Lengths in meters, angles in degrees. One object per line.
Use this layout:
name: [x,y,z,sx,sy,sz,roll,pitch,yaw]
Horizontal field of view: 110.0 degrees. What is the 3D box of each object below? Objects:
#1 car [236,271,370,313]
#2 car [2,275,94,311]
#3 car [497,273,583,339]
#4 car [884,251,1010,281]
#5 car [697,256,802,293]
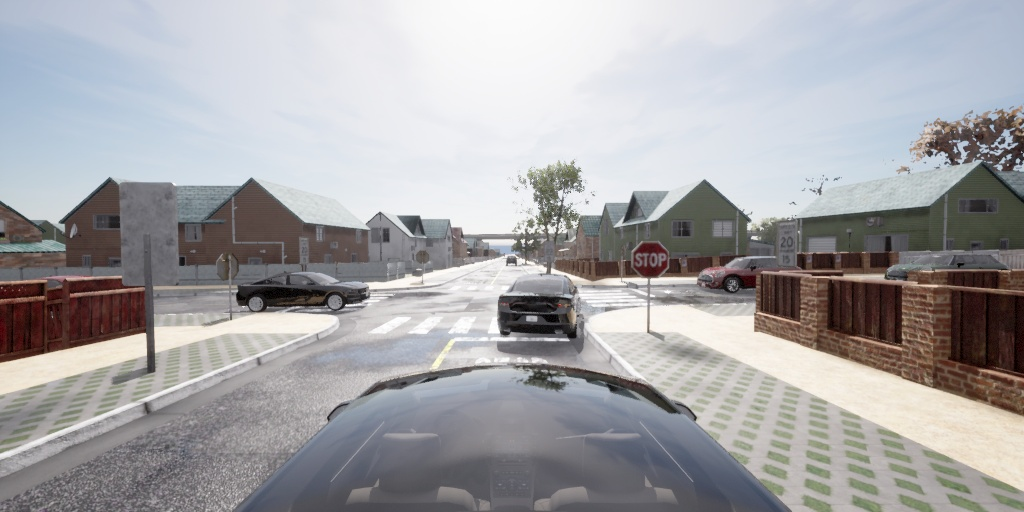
car: [-8.484,1.377,14.794,5.008,1.535,1.882,-1,2,0]
car: [-18.037,1.546,14.720,5.008,1.535,1.882,-1,2,0]
car: [0.948,1.224,10.279,1.882,1.535,5.008,0,0,12]
car: [21.682,0.646,17.985,4.553,1.767,2.097,-1,2,0]
car: [11.787,0.820,17.902,4.553,1.767,2.097,-1,2,0]
